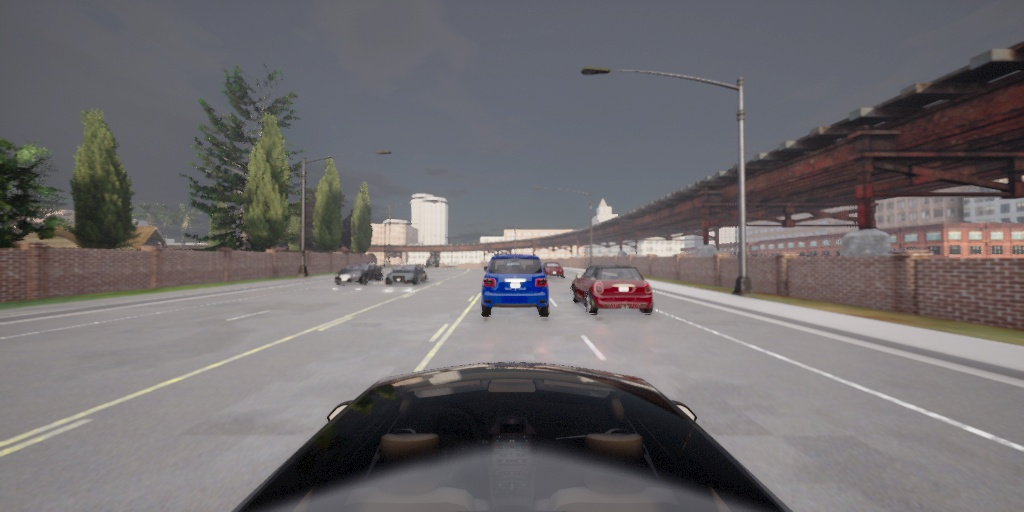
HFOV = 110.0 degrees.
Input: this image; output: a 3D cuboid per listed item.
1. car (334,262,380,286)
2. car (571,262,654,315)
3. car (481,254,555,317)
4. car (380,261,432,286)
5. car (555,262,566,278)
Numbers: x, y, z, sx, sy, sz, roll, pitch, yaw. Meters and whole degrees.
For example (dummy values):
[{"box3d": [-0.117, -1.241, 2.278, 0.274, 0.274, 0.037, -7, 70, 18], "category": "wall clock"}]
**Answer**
[{"box3d": [-10.602, 1.209, 25.151, 2.128, 1.511, 4.902, 0, 0, 0], "category": "car"}, {"box3d": [3.601, 1.086, 13.678, 2.097, 1.767, 4.553, 0, 0, 0], "category": "car"}, {"box3d": [0.101, 0.956, 13.269, 2.150, 2.045, 5.566, 0, 0, 0], "category": "car"}, {"box3d": [-7.102, 1.283, 24.462, 1.994, 1.385, 4.181, 0, 0, 0], "category": "car"}, {"box3d": [3.601, 1.234, 32.719, 1.812, 1.442, 4.674, 0, 0, 0], "category": "car"}]
